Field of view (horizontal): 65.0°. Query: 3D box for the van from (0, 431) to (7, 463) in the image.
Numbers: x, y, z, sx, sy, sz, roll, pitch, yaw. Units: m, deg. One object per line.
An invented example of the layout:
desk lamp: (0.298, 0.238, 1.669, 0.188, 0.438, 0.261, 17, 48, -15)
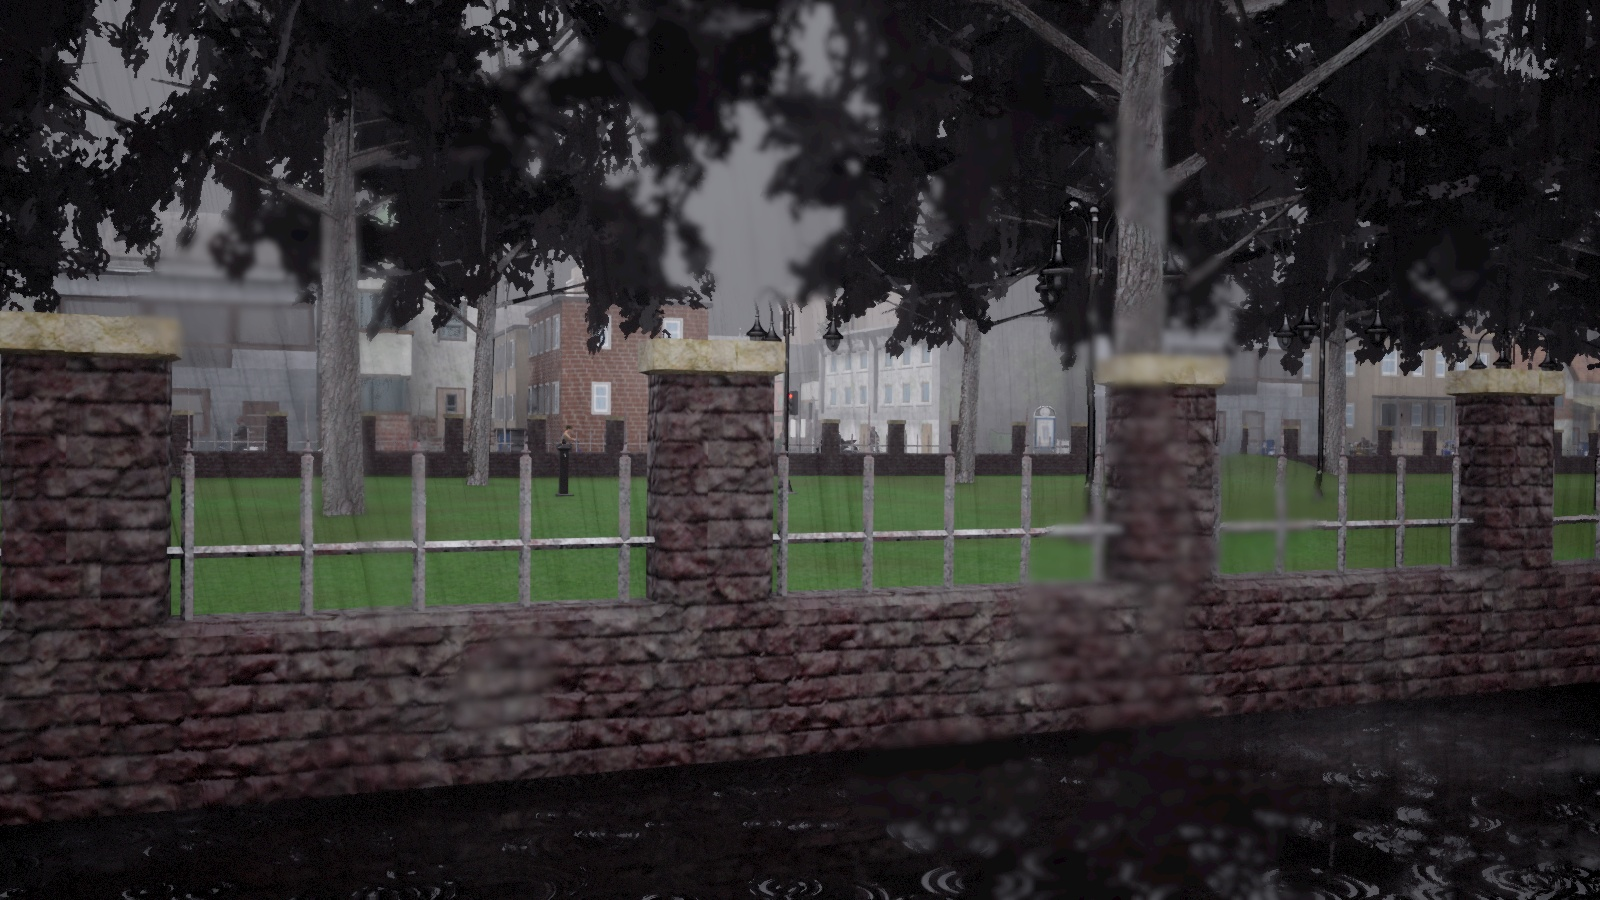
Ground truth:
van: (-50.693, -0.168, 77.829, 1.775, 1.987, 4.442, -1, 1, -21)

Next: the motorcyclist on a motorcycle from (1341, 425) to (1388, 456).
motorcyclist on a motorcycle: (28.501, -0.507, 63.443, 2.191, 1.530, 0.866, -1, 1, -21)

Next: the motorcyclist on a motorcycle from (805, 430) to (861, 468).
motorcyclist on a motorcycle: (1.393, -0.042, 52.871, 2.191, 1.530, 0.866, -1, 0, -30)
